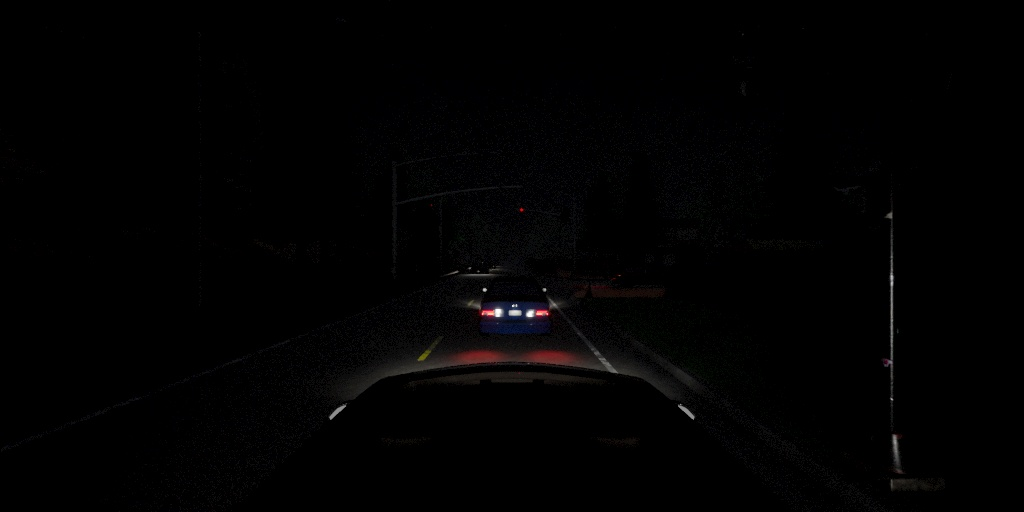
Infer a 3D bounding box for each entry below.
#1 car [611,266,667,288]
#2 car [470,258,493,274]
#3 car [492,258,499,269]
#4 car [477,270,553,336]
[{"bbox_3d":[9.206,1.436,24.702,4.674,1.442,1.812,0,0,2],"label":"car"},{"bbox_3d":[-3.617,1.297,41.193,2.033,1.411,5.357,0,0,0],"label":"car"},{"bbox_3d":[-3.620,1.102,55.935,2.097,1.767,4.553,0,0,0],"label":"car"},{"bbox_3d":[0.075,1.297,10.393,2.033,1.411,5.357,0,0,0],"label":"car"}]
